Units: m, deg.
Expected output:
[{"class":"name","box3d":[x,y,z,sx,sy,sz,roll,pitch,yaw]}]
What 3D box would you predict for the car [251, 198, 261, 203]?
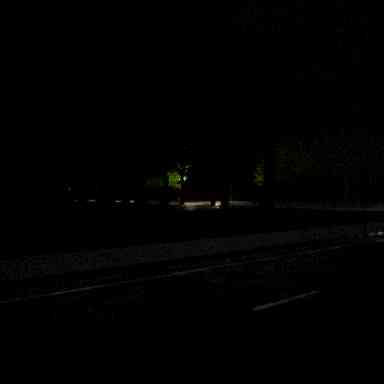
[{"class":"car","box3d":[15.747,1.956,76.851,1.882,1.535,5.008,-1,0,-35]}]
